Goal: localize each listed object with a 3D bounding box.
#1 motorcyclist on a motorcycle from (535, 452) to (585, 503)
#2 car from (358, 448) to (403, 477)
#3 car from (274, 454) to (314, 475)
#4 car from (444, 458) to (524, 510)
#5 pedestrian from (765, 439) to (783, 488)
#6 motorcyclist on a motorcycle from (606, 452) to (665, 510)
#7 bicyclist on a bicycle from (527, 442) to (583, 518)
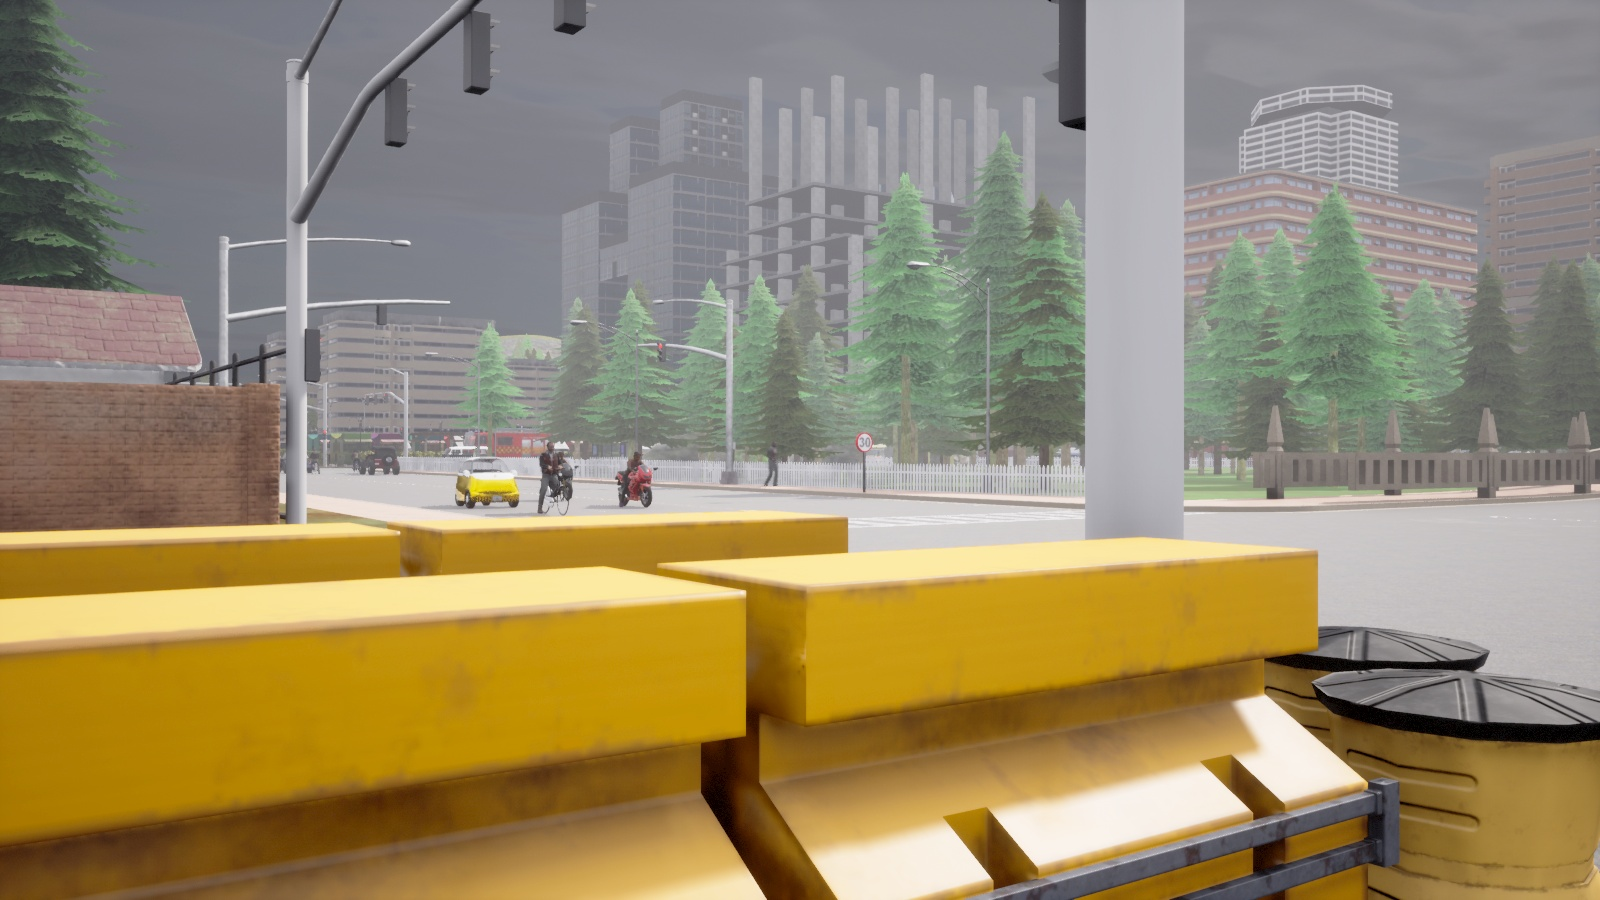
[{"bbox_3d":[-7.445,0.838,38.845,0.797,1.523,2.044,0,0,-33],"label":"motorcyclist on a motorcycle"},{"bbox_3d":[-27.683,0.802,82.736,1.905,1.878,3.866,0,0,-33],"label":"car"},{"bbox_3d":[-35.762,1.003,88.727,1.970,1.475,3.806,0,0,-33],"label":"car"},{"bbox_3d":[-8.624,0.902,34.242,1.481,1.376,2.207,0,0,-33],"label":"car"},{"bbox_3d":[-1.022,0.526,49.230,0.402,1.930,0.666,0,0,-39],"label":"pedestrian"},{"bbox_3d":[-4.504,0.820,34.329,0.797,1.523,2.044,0,0,-33],"label":"motorcyclist on a motorcycle"},{"bbox_3d":[-5.881,0.701,30.030,0.659,1.776,1.843,0,0,-33],"label":"bicyclist on a bicycle"}]
